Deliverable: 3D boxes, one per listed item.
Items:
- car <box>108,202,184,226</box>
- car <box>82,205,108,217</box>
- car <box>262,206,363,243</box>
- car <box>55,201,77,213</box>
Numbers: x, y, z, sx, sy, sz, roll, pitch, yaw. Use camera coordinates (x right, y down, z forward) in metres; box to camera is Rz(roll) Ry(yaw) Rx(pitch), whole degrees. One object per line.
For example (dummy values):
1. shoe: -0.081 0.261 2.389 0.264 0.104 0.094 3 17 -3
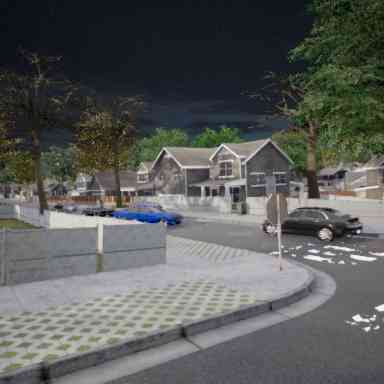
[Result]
1. car: -2.991 1.659 22.960 5.008 1.535 1.882 -1 -2 23
2. car: -8.990 1.896 32.076 1.895 1.301 4.718 -3 1 -35
3. car: 5.682 1.483 16.323 1.837 1.490 4.892 -4 2 -40
4. car: -15.969 1.896 42.074 2.128 1.511 4.902 -3 1 -34
